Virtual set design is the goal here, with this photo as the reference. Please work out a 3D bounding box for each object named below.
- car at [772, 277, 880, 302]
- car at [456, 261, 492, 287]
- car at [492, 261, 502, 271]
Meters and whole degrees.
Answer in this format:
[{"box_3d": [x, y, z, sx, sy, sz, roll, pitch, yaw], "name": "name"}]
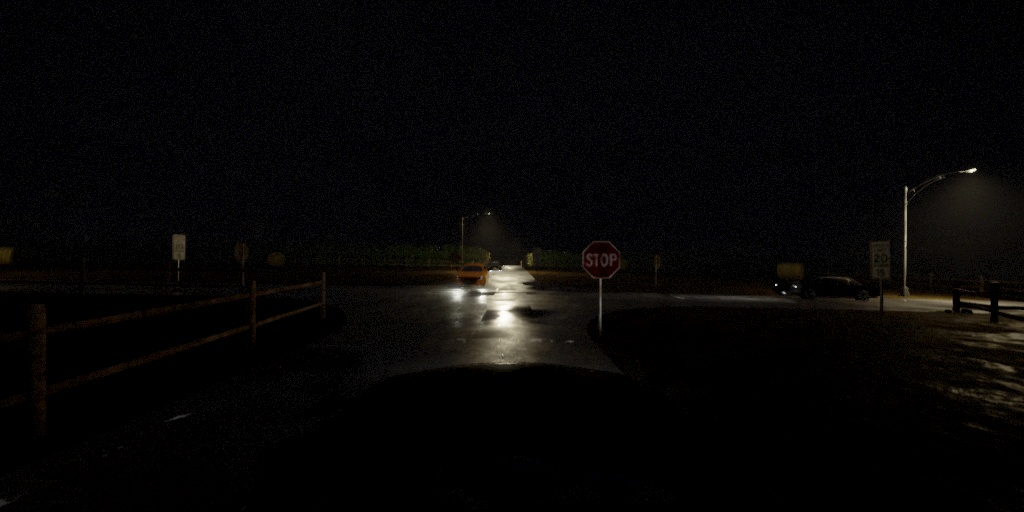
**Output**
[{"box_3d": [17.496, 1.807, 20.117, 4.718, 1.301, 1.895, 1, -1, 0], "name": "car"}, {"box_3d": [-2.639, 1.295, 24.630, 1.882, 1.535, 5.008, 0, 0, 0], "name": "car"}, {"box_3d": [-2.496, 1.440, 54.288, 2.033, 1.411, 5.357, 0, 0, 0], "name": "car"}]
